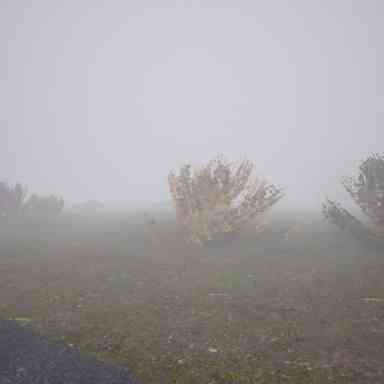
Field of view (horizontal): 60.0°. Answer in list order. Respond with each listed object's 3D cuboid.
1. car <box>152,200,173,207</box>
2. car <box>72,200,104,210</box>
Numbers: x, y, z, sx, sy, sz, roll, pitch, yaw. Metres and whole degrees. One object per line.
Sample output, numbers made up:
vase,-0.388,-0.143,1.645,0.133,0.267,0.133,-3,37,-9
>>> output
car,-5.315,2.185,62.589,1.895,1.301,4.718,-1,-1,36
car,-15.258,1.904,48.833,1.837,1.490,4.892,-1,-2,36
